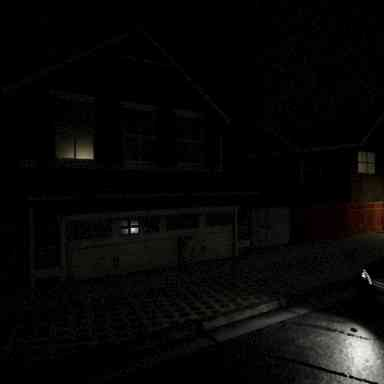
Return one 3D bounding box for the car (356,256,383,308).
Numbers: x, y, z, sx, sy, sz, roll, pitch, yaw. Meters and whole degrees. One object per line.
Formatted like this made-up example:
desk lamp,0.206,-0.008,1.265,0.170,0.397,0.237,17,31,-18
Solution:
car,5.247,1.528,6.835,4.674,1.442,1.812,0,0,-37
